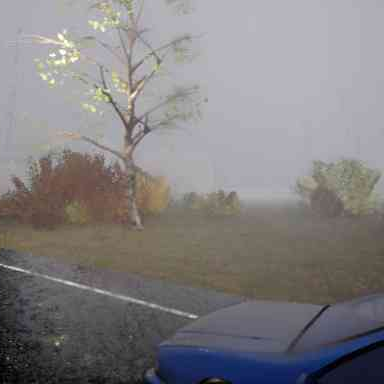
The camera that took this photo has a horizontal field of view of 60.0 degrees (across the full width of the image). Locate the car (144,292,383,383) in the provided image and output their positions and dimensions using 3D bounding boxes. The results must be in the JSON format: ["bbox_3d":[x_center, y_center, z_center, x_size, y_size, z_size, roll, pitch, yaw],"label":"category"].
[{"bbox_3d":[2.137,1.549,2.479,5.357,1.411,2.033,0,0,36],"label":"car"}]
